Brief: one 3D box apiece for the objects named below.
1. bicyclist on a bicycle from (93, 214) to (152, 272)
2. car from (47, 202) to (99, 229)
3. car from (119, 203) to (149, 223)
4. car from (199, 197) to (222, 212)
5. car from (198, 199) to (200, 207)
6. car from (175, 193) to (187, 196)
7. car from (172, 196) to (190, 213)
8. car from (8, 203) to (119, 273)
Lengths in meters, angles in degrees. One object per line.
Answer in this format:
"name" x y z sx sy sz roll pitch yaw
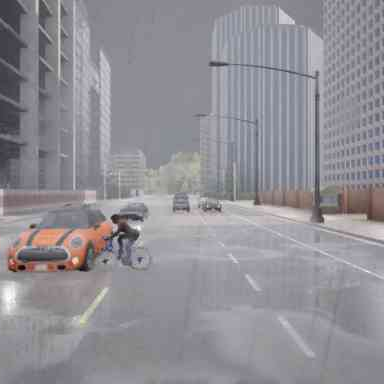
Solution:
"bicyclist on a bicycle" -1.981 1.455 9.403 1.656 1.620 0.582 -2 0 -2
"car" -7.816 1.506 22.373 1.837 1.490 4.892 0 0 -2
"car" -4.405 1.548 25.835 2.033 1.411 5.357 0 0 -2
"car" 2.234 1.601 38.549 1.895 1.301 4.718 0 0 -2
"car" 1.811 1.525 48.381 1.812 1.442 4.674 0 0 -2
"car" -1.604 1.221 47.677 2.150 2.045 5.566 0 0 -2
"car" -1.229 1.491 37.510 2.128 1.511 4.902 0 0 -2
"car" -3.944 1.351 10.770 2.097 1.767 4.553 0 0 -2
